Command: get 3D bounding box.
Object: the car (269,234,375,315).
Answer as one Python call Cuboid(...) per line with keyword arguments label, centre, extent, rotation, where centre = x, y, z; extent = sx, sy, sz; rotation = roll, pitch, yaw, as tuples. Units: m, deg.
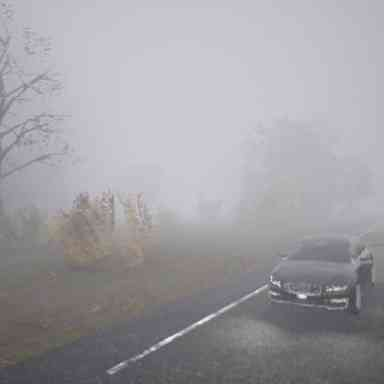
Cuboid(label="car", centre=(3.575, 1.929, 8.744), extent=(1.837, 1.490, 4.892), rotation=(-4, -4, 34))
